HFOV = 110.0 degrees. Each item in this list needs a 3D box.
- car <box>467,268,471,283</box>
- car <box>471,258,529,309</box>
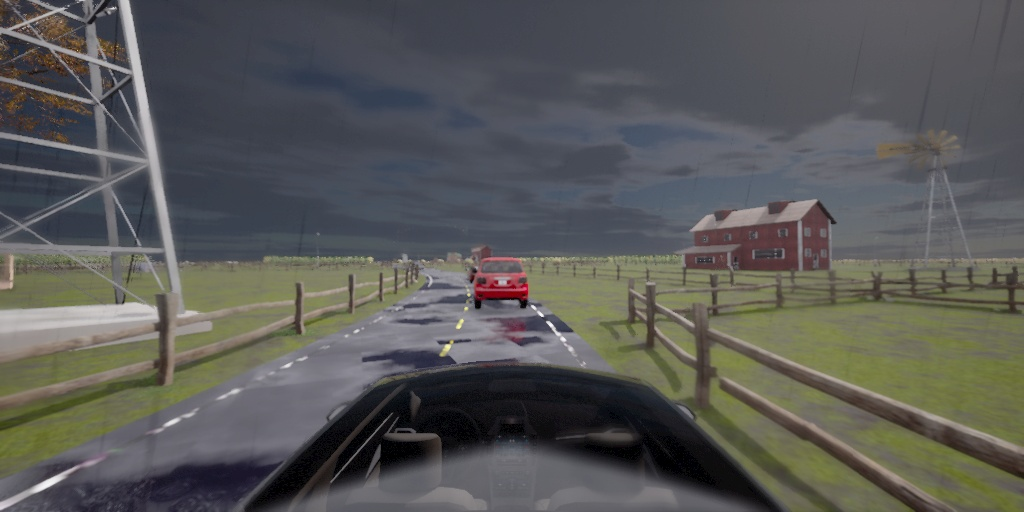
[{"bbox_3d":[-2.862,1.529,31.470,1.882,1.535,5.008,0,0,-11],"label":"car"},{"bbox_3d":[-0.594,1.108,16.031,2.150,2.045,5.566,0,0,-5],"label":"car"}]
